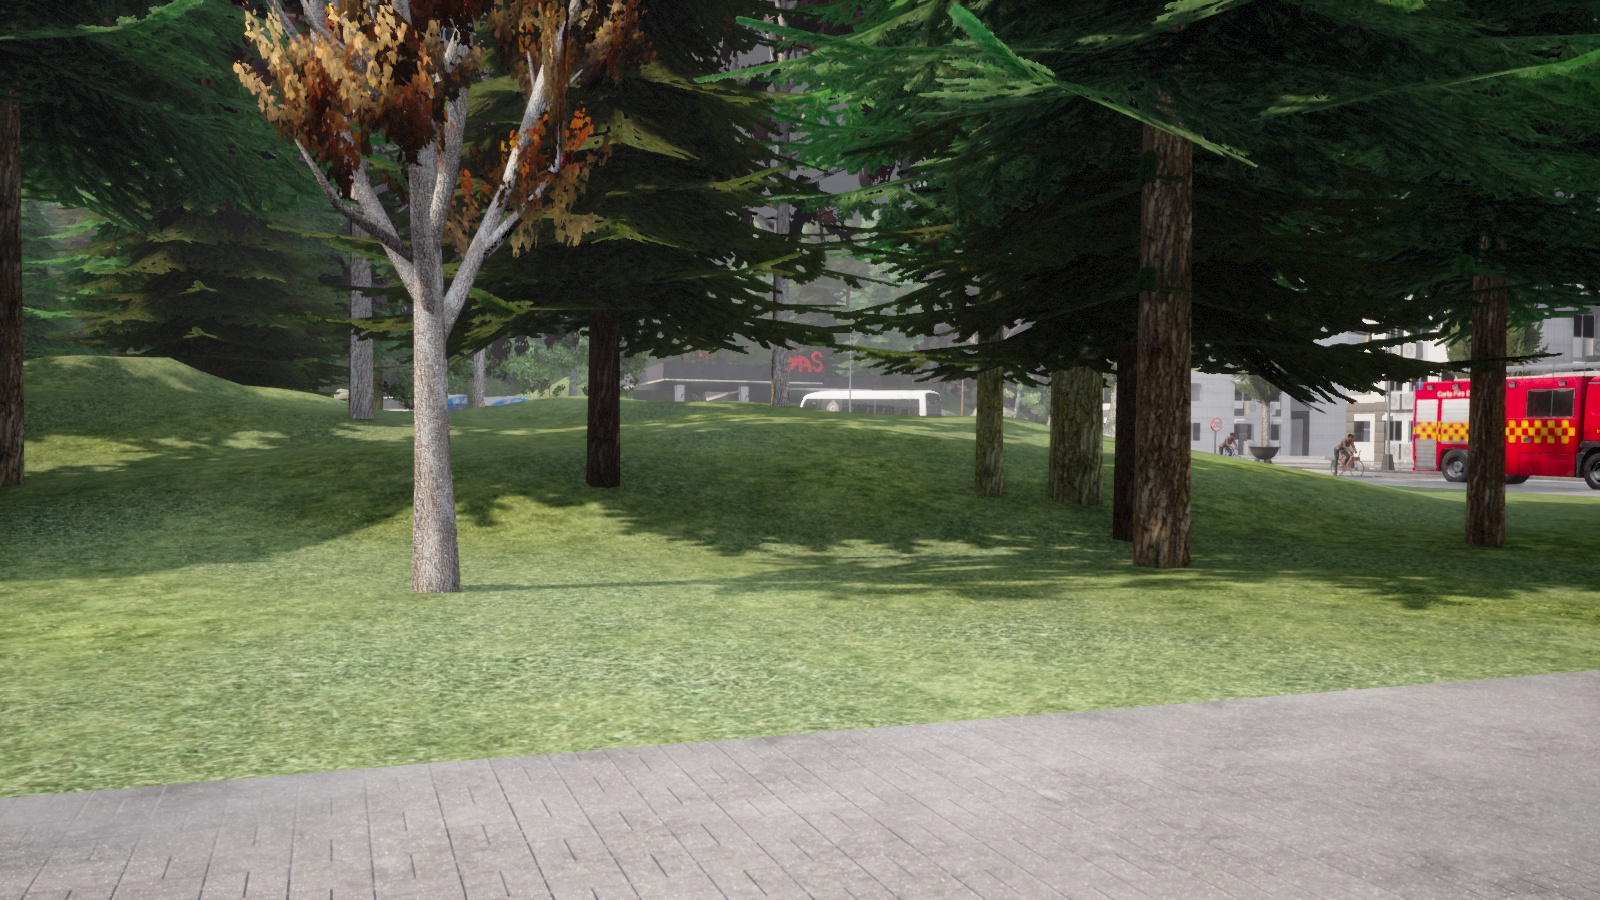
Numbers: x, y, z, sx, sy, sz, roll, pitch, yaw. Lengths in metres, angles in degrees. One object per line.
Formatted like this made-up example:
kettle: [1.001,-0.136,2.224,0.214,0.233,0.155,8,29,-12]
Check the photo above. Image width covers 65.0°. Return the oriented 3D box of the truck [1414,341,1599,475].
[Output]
truck: [23.339,-1.245,38.456,2.891,3.827,8.468,-1,1,-20]

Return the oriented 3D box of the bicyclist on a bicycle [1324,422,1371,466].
bicyclist on a bicycle: [20.321,-0.227,46.636,0.582,1.620,1.656,-1,1,-20]

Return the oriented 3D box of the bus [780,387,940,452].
bus: [4.105,-2.028,86.377,10.273,4.253,3.944,0,1,28]
